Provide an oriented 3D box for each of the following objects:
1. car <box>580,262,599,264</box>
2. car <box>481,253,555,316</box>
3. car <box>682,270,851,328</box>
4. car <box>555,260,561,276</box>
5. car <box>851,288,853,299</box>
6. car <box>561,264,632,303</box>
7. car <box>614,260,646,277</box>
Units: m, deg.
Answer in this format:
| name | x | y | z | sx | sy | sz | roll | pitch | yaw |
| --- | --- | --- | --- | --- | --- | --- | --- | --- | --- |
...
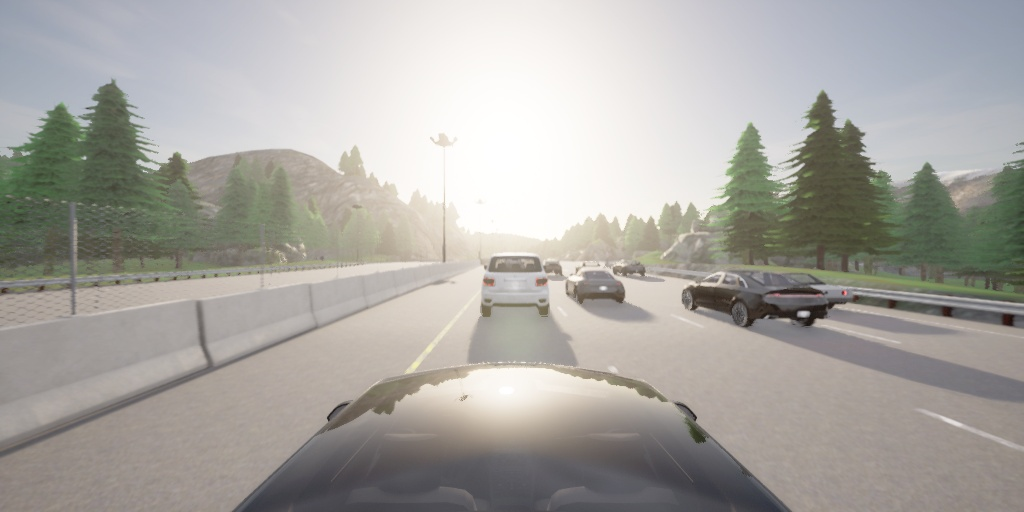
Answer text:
| name | x | y | z | sx | sy | sz | roll | pitch | yaw |
| --- | --- | --- | --- | --- | --- | --- | --- | --- | --- |
| car | 7.105 | 1.166 | 33.196 | 1.895 | 1.301 | 4.718 | 0 | 0 | 0 |
| car | 0.115 | 0.905 | 13.129 | 2.150 | 2.045 | 5.566 | 0 | 0 | 0 |
| car | 7.104 | 1.187 | 11.153 | 2.128 | 1.511 | 4.902 | 0 | 0 | 0 |
| car | 3.604 | 1.067 | 33.787 | 1.837 | 1.490 | 4.892 | 0 | 0 | 0 |
| car | 10.605 | 1.277 | 14.408 | 1.895 | 1.301 | 4.718 | 0 | 0 | 0 |
| car | 3.606 | 1.230 | 16.164 | 1.994 | 1.385 | 4.181 | 0 | 0 | 0 |
| car | 10.605 | 1.059 | 32.819 | 2.128 | 1.511 | 4.902 | 0 | 0 | 0 |
